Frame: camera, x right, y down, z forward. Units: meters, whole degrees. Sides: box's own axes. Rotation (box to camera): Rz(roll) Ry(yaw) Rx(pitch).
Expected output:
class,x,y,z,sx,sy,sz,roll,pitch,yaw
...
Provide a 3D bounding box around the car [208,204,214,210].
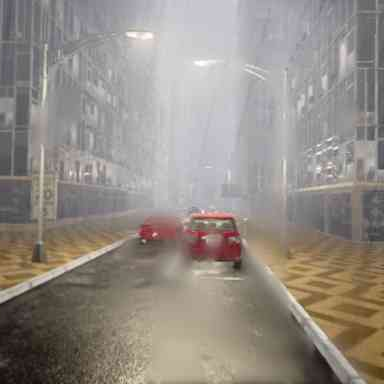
class,x,y,z,sx,sy,sz,roll,pitch,yaw
car,5.130,4.017,89.978,1.752,1.417,4.829,1,-2,3

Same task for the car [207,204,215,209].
class,x,y,z,sx,sy,sz,roll,pitch,yaw
car,5.443,4.189,95.348,2.008,1.369,4.403,1,-2,3

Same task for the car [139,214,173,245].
class,x,y,z,sx,sy,sz,roll,pitch,yaw
car,-1.562,1.953,18.166,1.882,1.535,5.008,1,-2,4

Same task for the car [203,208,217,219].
class,x,y,z,sx,sy,sz,roll,pitch,yaw
car,2.531,2.854,45.489,1.802,1.307,4.206,1,-2,3

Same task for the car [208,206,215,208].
class,x,y,z,sx,sy,sz,roll,pitch,yaw
car,1.895,2.496,34.581,1.752,1.417,4.829,1,-2,3

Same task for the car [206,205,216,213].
class,x,y,z,sx,sy,sz,roll,pitch,yaw
car,3.825,3.426,67.649,1.887,1.381,4.507,1,-2,3

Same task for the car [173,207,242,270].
class,x,y,z,sx,sy,sz,roll,pitch,yaw
car,0.737,1.677,12.482,2.192,1.841,5.009,1,-2,3

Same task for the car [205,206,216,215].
class,x,y,z,sx,sy,sz,roll,pitch,yaw
car,3.188,3.107,56.739,1.752,1.417,4.829,1,-2,3
